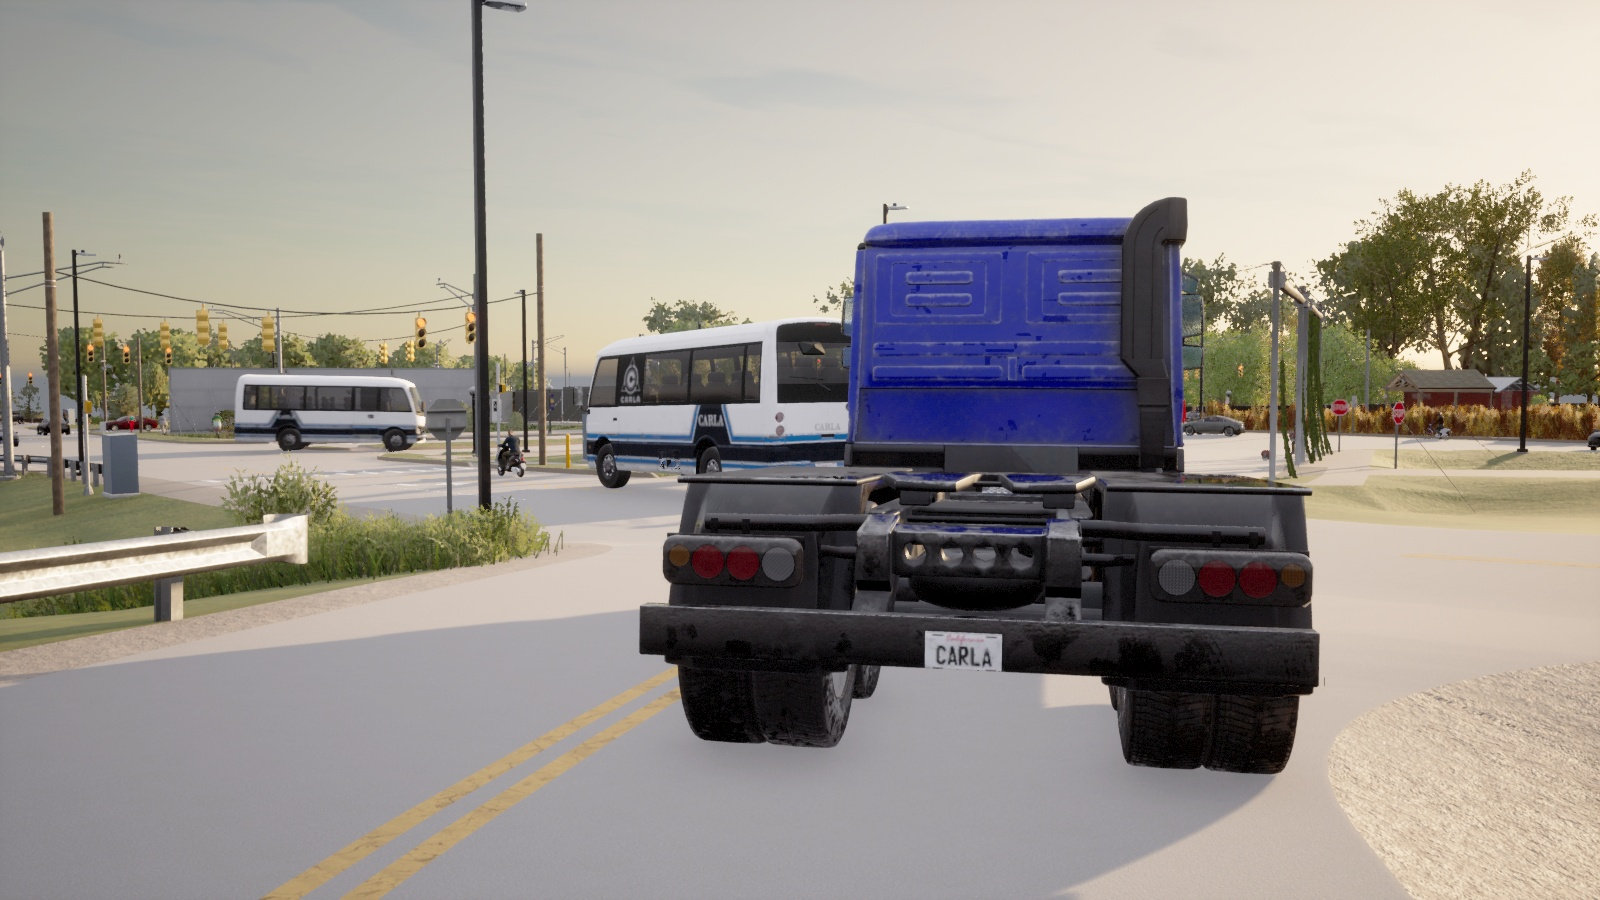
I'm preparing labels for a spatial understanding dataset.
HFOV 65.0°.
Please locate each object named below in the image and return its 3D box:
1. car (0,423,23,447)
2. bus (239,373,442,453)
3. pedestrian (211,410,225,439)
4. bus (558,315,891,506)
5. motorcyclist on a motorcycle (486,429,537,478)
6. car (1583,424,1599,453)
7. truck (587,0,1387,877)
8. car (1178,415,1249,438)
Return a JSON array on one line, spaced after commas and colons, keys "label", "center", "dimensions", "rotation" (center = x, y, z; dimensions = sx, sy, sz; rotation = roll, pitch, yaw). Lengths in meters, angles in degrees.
[{"label": "car", "center": [-52.968, -1.008, 82.948], "dimensions": [2.033, 1.411, 5.357], "rotation": [-3, 3, -39]}, {"label": "bus", "center": [-25.899, -2.105, 71.312], "dimensions": [10.273, 4.253, 3.944], "rotation": [1, 2, -10]}, {"label": "pedestrian", "center": [-40.966, -1.796, 88.331], "dimensions": [0.659, 1.952, 0.873], "rotation": [-3, 4, -39]}, {"label": "bus", "center": [-2.403, -1.042, 33.243], "dimensions": [3.944, 4.253, 10.273], "rotation": [-2, 2, -35]}, {"label": "motorcyclist on a motorcycle", "center": [-9.696, 0.094, 42.163], "dimensions": [0.866, 1.590, 1.817], "rotation": [-3, 3, -41]}, {"label": "car", "center": [42.412, -0.624, 64.816], "dimensions": [4.892, 1.490, 1.837], "rotation": [-1, 2, -38]}, {"label": "truck", "center": [1.377, -0.288, 8.546], "dimensions": [2.891, 3.462, 7.936], "rotation": [1, 1, 11]}, {"label": "car", "center": [28.310, -1.623, 86.094], "dimensions": [4.181, 1.385, 1.994], "rotation": [2, 4, 37]}]
